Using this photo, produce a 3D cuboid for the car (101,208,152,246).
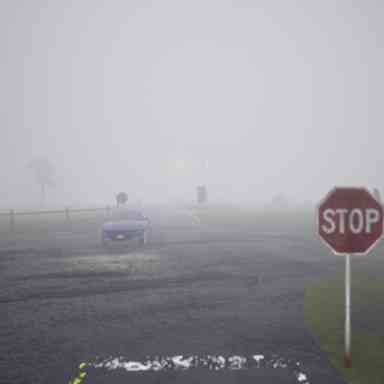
[{"bbox_3d":[-3.078,1.602,16.354,1.882,1.535,5.008,-1,0,-2],"label":"car"}]
